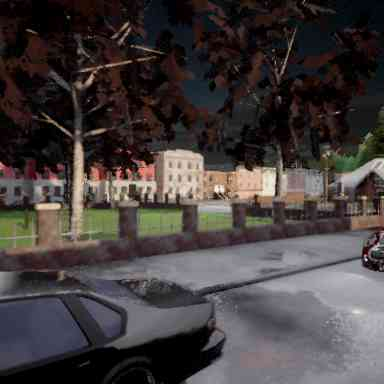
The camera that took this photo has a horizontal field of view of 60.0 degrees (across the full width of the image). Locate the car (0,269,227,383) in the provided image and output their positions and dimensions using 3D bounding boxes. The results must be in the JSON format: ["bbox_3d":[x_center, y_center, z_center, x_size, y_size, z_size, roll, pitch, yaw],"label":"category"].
[{"bbox_3d":[-2.163,1.549,3.032,5.357,1.411,2.033,0,0,-36],"label":"car"}]

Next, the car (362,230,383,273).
[{"bbox_3d":[6.810,1.303,9.402,4.553,1.767,2.097,0,0,-35],"label":"car"}]
